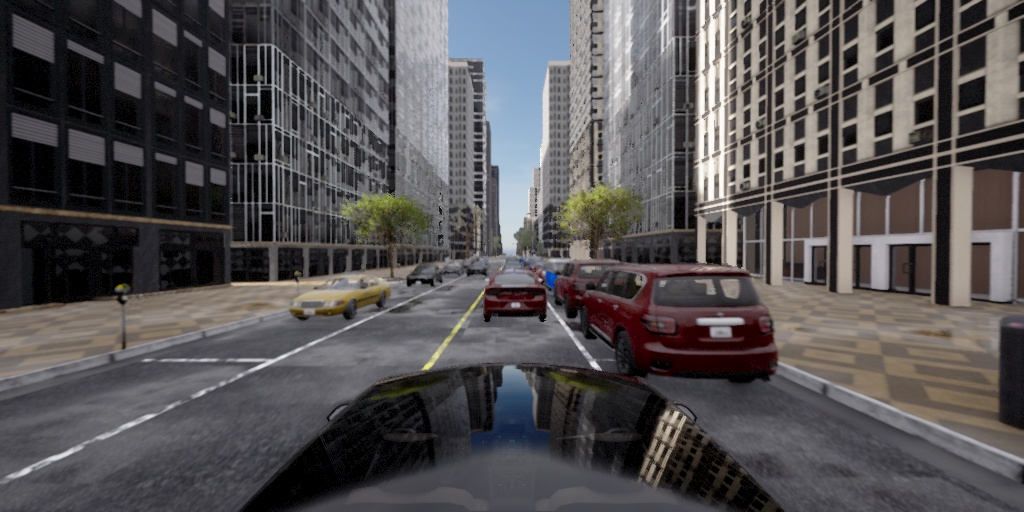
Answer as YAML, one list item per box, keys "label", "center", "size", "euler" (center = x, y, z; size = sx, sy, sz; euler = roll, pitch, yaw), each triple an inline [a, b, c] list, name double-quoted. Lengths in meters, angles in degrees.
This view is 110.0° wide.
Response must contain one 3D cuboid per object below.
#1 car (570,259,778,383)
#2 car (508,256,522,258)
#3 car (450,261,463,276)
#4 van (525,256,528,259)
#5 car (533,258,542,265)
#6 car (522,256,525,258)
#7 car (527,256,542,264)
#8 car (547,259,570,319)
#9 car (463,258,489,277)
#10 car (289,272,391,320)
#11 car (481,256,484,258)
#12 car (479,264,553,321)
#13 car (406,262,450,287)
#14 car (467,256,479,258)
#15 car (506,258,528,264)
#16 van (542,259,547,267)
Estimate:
- label: "car"
  center: [2.687, 1.049, 6.988]
  size: [2.192, 1.841, 5.009]
  euler: [0, 0, 0]
- label: "car"
  center: [0.073, 0.937, 55.241]
  size: [2.097, 1.767, 4.553]
  euler: [0, 0, 0]
- label: "car"
  center: [-5.709, 1.198, 35.402]
  size: [2.007, 1.370, 4.403]
  euler: [0, 0, 0]
- label: "van"
  center: [2.668, 0.970, 41.090]
  size: [1.690, 1.789, 3.998]
  euler: [0, 0, 0]
- label: "car"
  center: [2.678, 1.122, 24.039]
  size: [1.967, 1.591, 4.097]
  euler: [0, 0, 0]
- label: "car"
  center: [2.660, 1.126, 58.141]
  size: [2.007, 1.370, 4.403]
  euler: [0, 0, 0]
- label: "car"
  center: [2.671, 1.087, 35.406]
  size: [1.967, 1.591, 4.097]
  euler: [0, 0, 0]
- label: "car"
  center: [2.684, 1.032, 12.672]
  size: [2.192, 1.841, 5.009]
  euler: [0, 0, 0]
- label: "car"
  center: [-3.079, 1.161, 33.347]
  size: [1.837, 1.490, 4.892]
  euler: [0, 0, 0]
- label: "car"
  center: [-5.696, 1.243, 12.497]
  size: [1.751, 1.417, 4.829]
  euler: [0, 0, 0]
- label: "car"
  center: [-5.718, 0.908, 52.453]
  size: [2.192, 1.841, 5.009]
  euler: [0, 0, 0]
- label: "car"
  center: [0.066, 1.196, 12.328]
  size: [1.882, 1.535, 5.008]
  euler: [0, 0, -1]
- label: "car"
  center: [-5.703, 1.249, 24.035]
  size: [1.948, 1.339, 4.313]
  euler: [0, 0, 0]
- label: "car"
  center: [-5.715, 1.052, 46.769]
  size: [1.967, 1.591, 4.097]
  euler: [0, 0, 0]
- label: "car"
  center: [0.084, 1.204, 32.541]
  size: [2.033, 1.411, 5.357]
  euler: [0, 0, 0]
- label: "van"
  center: [2.681, 1.041, 18.355]
  size: [1.690, 1.789, 3.998]
  euler: [0, 0, 0]
